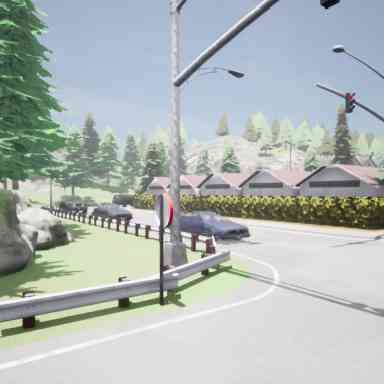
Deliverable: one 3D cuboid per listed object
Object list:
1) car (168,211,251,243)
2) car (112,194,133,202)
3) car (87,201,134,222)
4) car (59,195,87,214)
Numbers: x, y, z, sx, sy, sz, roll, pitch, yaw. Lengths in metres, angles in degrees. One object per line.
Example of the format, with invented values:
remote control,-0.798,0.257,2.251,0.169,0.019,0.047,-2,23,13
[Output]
car,0.654,1.739,17.648,2.033,1.411,5.357,0,0,-35
car,-10.432,1.398,54.088,2.150,2.045,5.566,0,0,37
car,-6.864,1.739,28.299,2.033,1.411,5.357,0,0,-35
car,-13.652,1.413,38.002,2.150,2.045,5.566,0,0,-33
